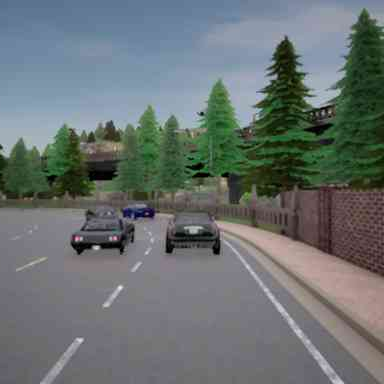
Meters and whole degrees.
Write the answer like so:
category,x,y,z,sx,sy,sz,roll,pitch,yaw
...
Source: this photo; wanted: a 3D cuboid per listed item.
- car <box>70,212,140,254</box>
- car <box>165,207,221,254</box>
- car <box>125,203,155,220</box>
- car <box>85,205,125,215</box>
category,x,y,z,sx,sy,sz,roll,pitch,yaw
car,-3.552,1.733,14.177,1.895,1.301,4.718,0,0,-3
car,-0.058,1.483,14.307,2.097,1.767,4.553,0,-1,-3
car,-5.199,1.768,31.252,1.882,1.535,5.008,0,0,-31
car,-7.965,1.817,29.106,2.033,1.411,5.357,0,-1,-30
